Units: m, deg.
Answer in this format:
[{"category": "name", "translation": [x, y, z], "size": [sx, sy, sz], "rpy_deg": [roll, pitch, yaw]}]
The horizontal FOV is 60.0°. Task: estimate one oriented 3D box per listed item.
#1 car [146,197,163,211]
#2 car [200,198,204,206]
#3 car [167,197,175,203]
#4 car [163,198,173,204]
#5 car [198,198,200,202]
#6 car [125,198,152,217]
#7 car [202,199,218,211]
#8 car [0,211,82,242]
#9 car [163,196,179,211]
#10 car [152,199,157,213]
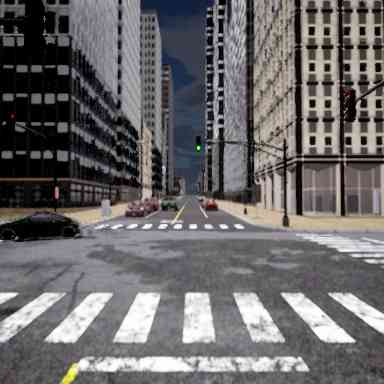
[{"category": "car", "translation": [-5.685, 1.651, 45.716], "size": [2.192, 1.841, 5.009], "rpy_deg": [1, 0, 0]}, {"category": "car", "translation": [2.688, 1.946, 57.104], "size": [1.752, 1.417, 4.829], "rpy_deg": [1, 0, 0]}, {"category": "car", "translation": [-5.702, 2.217, 90.314], "size": [2.008, 1.369, 4.403], "rpy_deg": [1, 0, 0]}, {"category": "car", "translation": [-5.699, 2.134, 79.164], "size": [2.008, 1.369, 4.403], "rpy_deg": [1, 0, 0]}, {"category": "car", "translation": [2.686, 2.027, 62.511], "size": [1.947, 1.339, 4.313], "rpy_deg": [1, 0, 0]}, {"category": "car", "translation": [-5.684, 1.694, 34.565], "size": [1.967, 1.590, 4.097], "rpy_deg": [1, 0, 0]}, {"category": "car", "translation": [2.689, 1.920, 45.778], "size": [1.802, 1.307, 4.206], "rpy_deg": [1, 0, 0]}, {"category": "car", "translation": [-7.889, 1.704, 17.159], "size": [4.181, 1.385, 1.994], "rpy_deg": [0, 0, -22]}, {"category": "car", "translation": [-3.014, 1.548, 46.328], "size": [2.150, 2.045, 5.566], "rpy_deg": [0, 0, 0]}, {"category": "car", "translation": [-5.689, 1.877, 40.139], "size": [1.802, 1.307, 4.206], "rpy_deg": [1, 0, 0]}]
